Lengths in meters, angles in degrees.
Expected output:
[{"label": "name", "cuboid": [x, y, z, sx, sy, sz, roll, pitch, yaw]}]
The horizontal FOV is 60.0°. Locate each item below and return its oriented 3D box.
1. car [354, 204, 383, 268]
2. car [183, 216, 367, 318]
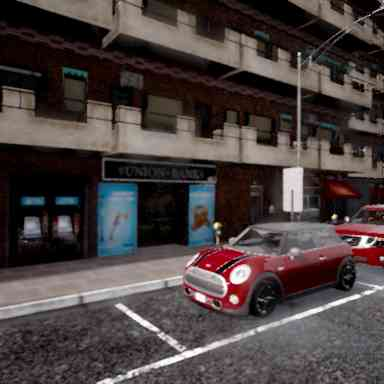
[{"label": "car", "cuboid": [6.295, 1.322, 10.581, 5.009, 1.841, 2.192, 0, 0, -35]}, {"label": "car", "cuboid": [1.788, 1.443, 7.366, 4.097, 1.590, 1.967, 0, 0, -35]}]
